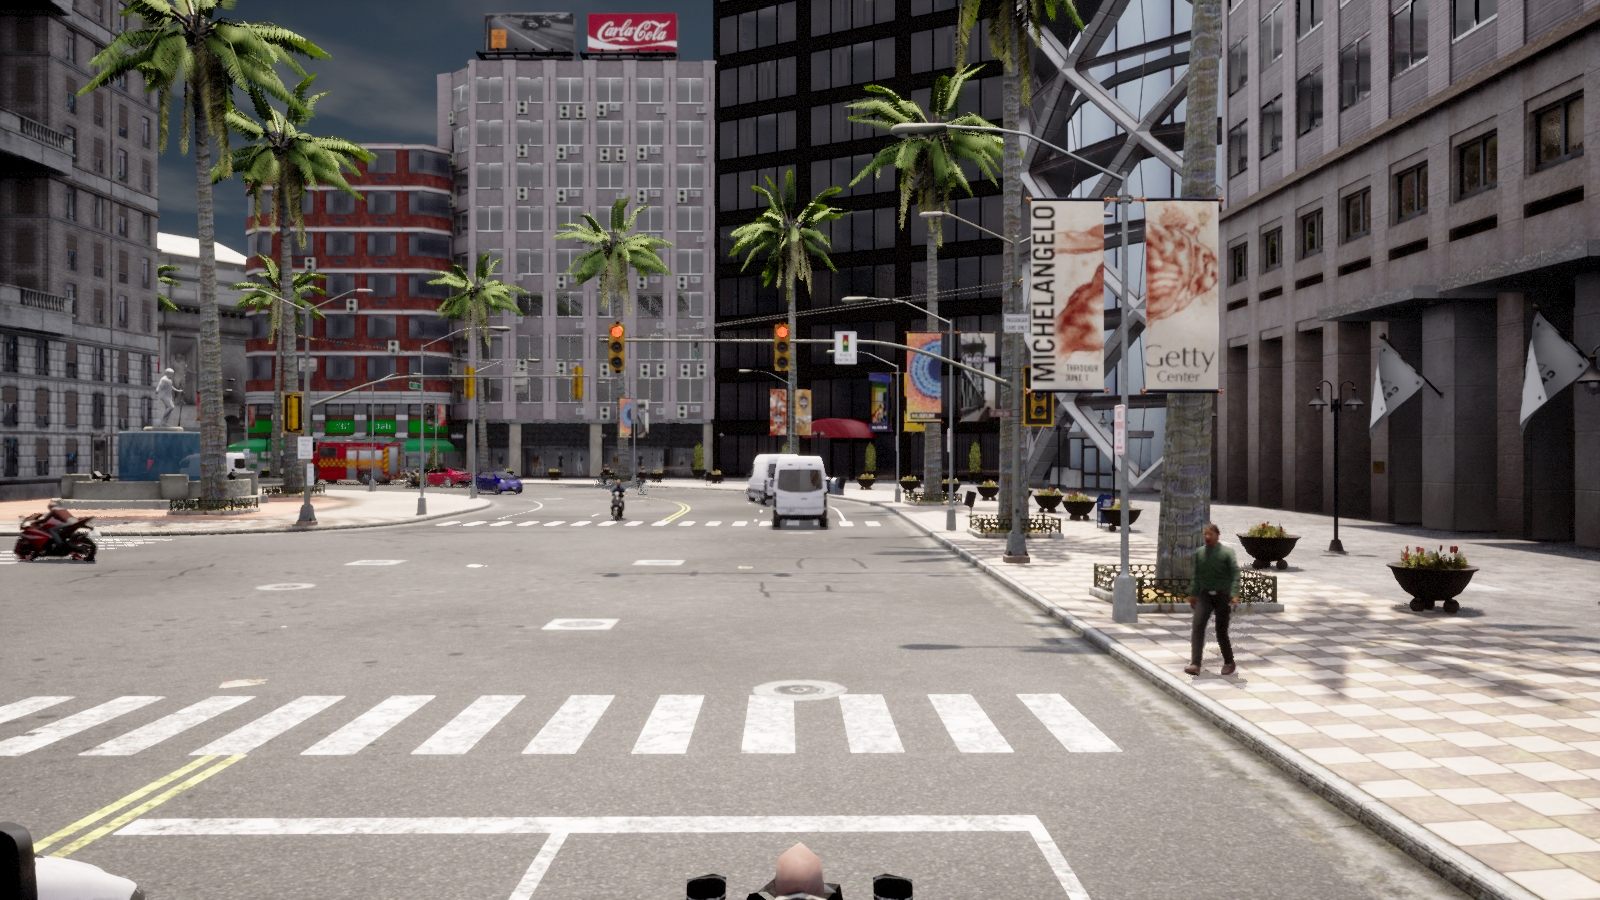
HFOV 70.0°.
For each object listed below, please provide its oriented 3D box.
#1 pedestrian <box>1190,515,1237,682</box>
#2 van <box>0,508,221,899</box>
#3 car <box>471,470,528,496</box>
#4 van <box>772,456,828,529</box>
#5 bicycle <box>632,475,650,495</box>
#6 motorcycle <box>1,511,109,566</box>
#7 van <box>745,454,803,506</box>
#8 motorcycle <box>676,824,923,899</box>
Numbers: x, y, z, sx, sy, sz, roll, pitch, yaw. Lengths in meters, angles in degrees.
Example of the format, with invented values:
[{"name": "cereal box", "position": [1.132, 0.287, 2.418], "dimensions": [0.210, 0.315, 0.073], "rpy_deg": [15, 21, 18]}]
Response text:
[{"name": "pedestrian", "position": [4.769, 1.690, 13.187], "dimensions": [0.375, 1.860, 0.375], "rpy_deg": [0, 0, -40]}, {"name": "van", "position": [-3.507, 1.533, 1.998], "dimensions": [1.988, 2.561, 5.915], "rpy_deg": [0, 0, 0]}, {"name": "car", "position": [-18.715, 2.010, 71.005], "dimensions": [3.633, 1.501, 1.845], "rpy_deg": [0, 0, 45]}, {"name": "van", "position": [-0.007, 1.517, 43.323], "dimensions": [1.988, 2.561, 5.915], "rpy_deg": [0, 0, 0]}, {"name": "bicycle", "position": [-9.866, 2.182, 70.805], "dimensions": [0.329, 1.171, 1.835], "rpy_deg": [-1, 1, -34]}, {"name": "motorcycle", "position": [-18.570, 2.193, 28.493], "dimensions": [2.209, 1.251, 0.867], "rpy_deg": [0, 1, 8]}, {"name": "van", "position": [-1.438, 1.511, 59.908], "dimensions": [1.988, 2.561, 5.915], "rpy_deg": [0, 0, -12]}, {"name": "motorcycle", "position": [-0.001, 2.203, 3.717], "dimensions": [0.867, 1.251, 2.209], "rpy_deg": [0, 0, 0]}]
